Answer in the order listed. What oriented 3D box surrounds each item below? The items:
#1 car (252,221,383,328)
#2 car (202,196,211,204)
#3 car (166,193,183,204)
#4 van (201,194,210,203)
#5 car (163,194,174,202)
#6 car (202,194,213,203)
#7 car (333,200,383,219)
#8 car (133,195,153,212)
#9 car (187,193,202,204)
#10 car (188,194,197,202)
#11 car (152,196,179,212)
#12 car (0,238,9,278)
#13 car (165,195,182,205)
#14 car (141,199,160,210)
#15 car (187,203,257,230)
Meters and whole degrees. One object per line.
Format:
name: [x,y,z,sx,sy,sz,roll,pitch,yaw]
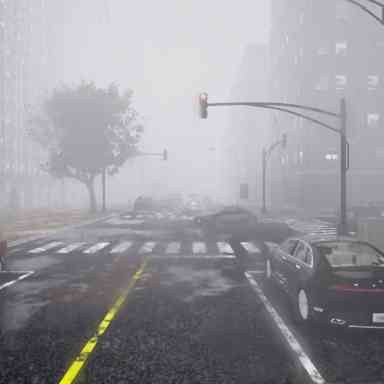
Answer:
car: [2.707,1.551,6.904,2.008,1.369,4.403,0,0,0]
car: [2.875,1.578,67.076,1.752,1.417,4.829,0,0,0]
car: [-2.887,1.264,59.696,2.150,2.045,5.566,0,0,3]
van: [2.889,1.402,72.430,1.690,1.788,3.998,0,0,0]
car: [-5.476,1.386,77.976,2.192,1.841,5.009,0,0,0]
car: [2.859,1.611,61.384,1.947,1.339,4.313,0,0,0]
car: [13.497,1.350,26.280,4.403,1.369,2.008,-1,1,0]
car: [-5.584,1.336,39.316,2.192,1.841,5.009,0,0,0]
car: [0.271,1.258,59.797,2.150,2.045,5.566,0,-1,0]
car: [0.219,1.428,78.856,2.097,1.767,4.553,0,0,0]
car: [-2.995,1.568,38.600,2.033,1.411,5.357,0,0,0]
car: [-5.673,1.545,6.928,1.887,1.381,4.507,0,0,0]
car: [-2.965,1.578,49.053,2.033,1.411,5.357,0,0,0]
car: [-5.568,1.592,44.839,1.947,1.339,4.313,0,0,0]
car: [2.119,1.574,21.157,4.181,1.385,1.994,0,0,-30]
